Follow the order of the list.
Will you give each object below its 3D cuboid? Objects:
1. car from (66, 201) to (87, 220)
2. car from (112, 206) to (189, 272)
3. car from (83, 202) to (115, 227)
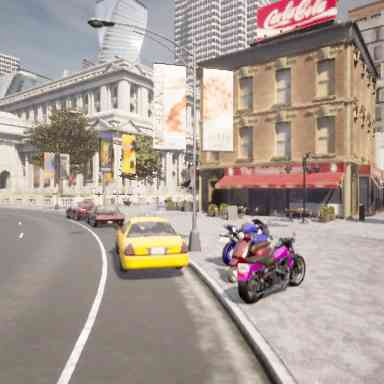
[{"bbox_3d":[-9.033,1.503,27.542,2.002,1.452,4.674,0,0,-35],"label":"car"},{"bbox_3d":[-1.493,1.447,10.762,1.801,1.575,5.366,0,0,-15],"label":"car"},{"bbox_3d":[-6.003,1.581,22.679,1.895,1.301,4.718,0,0,-25],"label":"car"}]
